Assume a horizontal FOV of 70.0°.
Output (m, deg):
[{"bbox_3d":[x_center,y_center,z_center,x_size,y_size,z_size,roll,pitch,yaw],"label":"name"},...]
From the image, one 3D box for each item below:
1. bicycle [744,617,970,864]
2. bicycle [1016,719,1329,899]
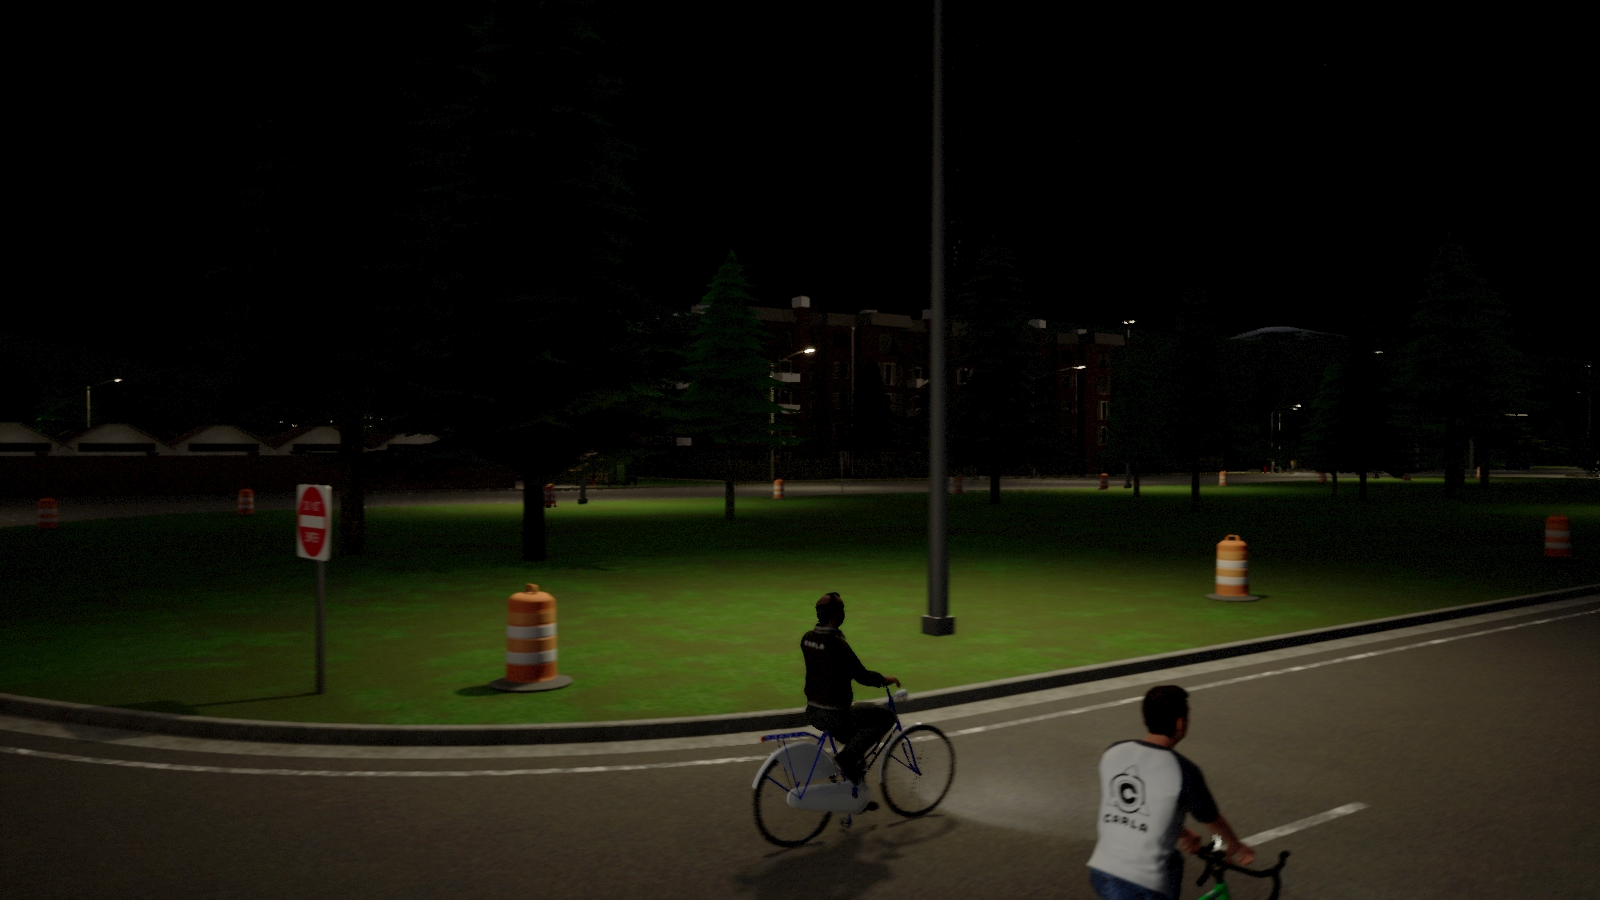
[{"bbox_3d":[0.457,2.060,8.386,1.835,1.471,0.329,0,0,-35],"label":"bicycle"},{"bbox_3d":[1.652,2.056,4.941,1.643,1.496,0.373,0,0,-35],"label":"bicycle"}]
